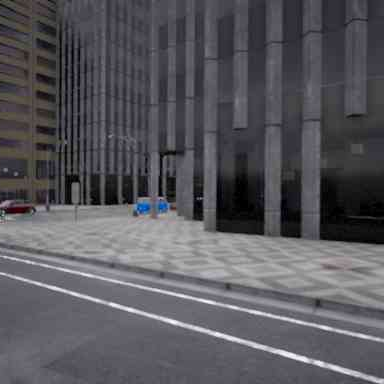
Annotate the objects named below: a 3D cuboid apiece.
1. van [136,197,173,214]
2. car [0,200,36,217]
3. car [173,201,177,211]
[{"bbox_3d":[-4.318,1.479,36.442,1.690,1.788,3.998,1,1,36],"label":"van"},{"bbox_3d":[-17.600,1.510,32.604,1.967,1.590,4.097,1,1,36],"label":"car"},{"bbox_3d":[-1.136,1.713,40.857,1.802,1.307,4.206,1,1,36],"label":"car"}]
